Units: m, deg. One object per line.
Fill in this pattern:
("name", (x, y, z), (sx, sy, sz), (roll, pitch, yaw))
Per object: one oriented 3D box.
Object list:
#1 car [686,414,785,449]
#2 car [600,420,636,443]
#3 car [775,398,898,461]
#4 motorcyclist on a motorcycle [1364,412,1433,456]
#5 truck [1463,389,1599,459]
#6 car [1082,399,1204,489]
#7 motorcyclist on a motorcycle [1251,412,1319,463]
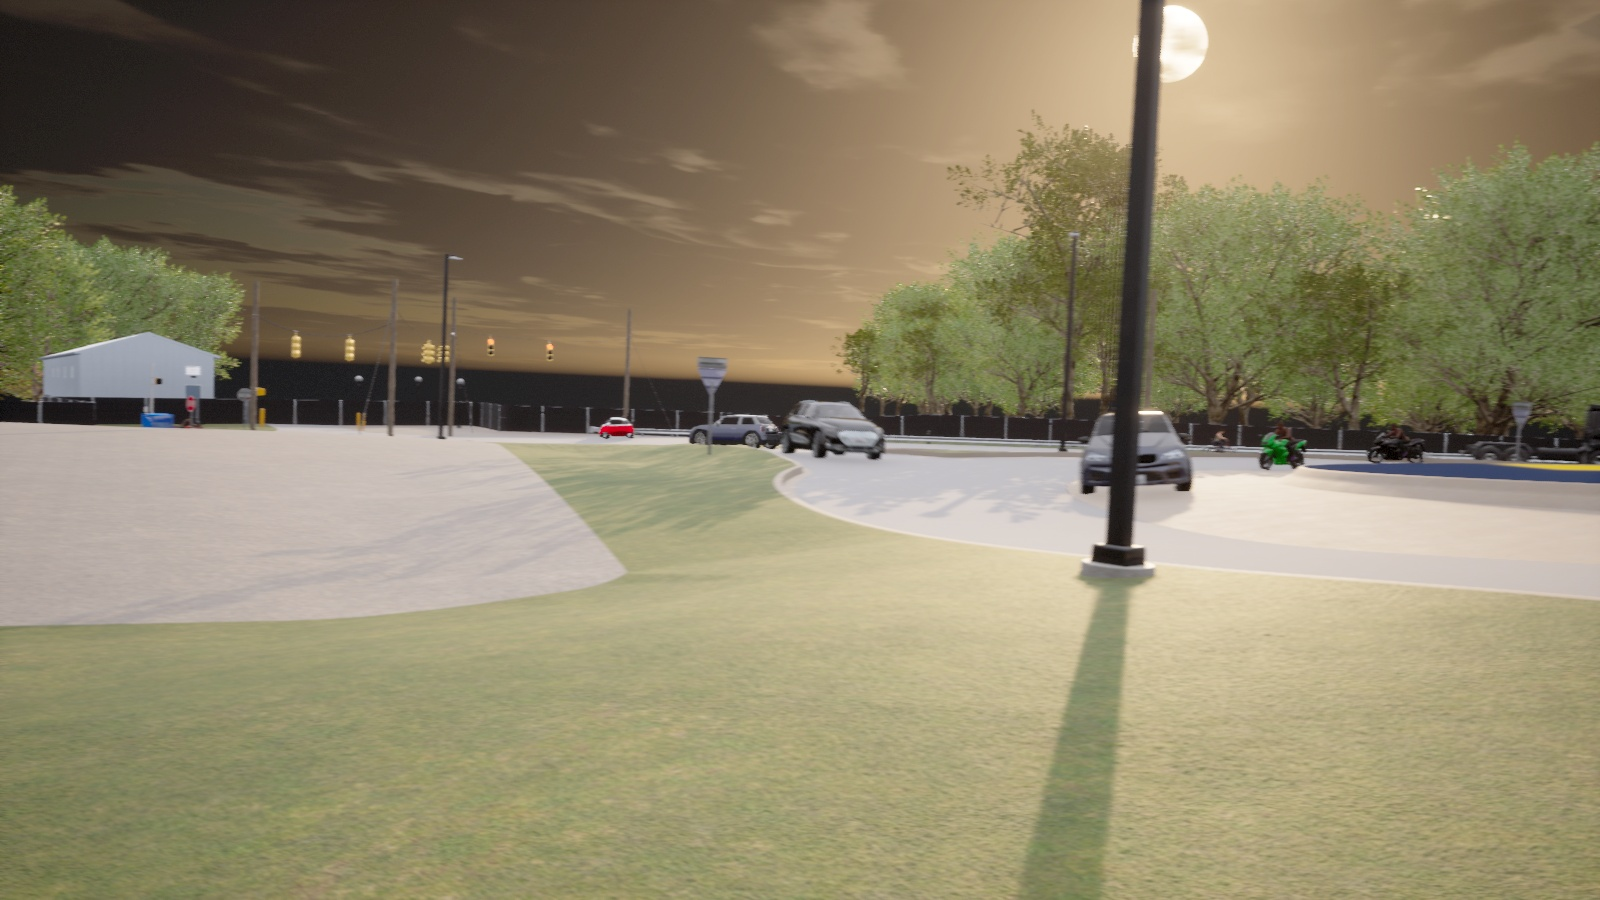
("car", (-2.797, -0.774, 54.448), (3.806, 1.475, 1.970), (0, 1, 26))
("car", (-11.769, -1.204, 81.260), (2.207, 1.376, 1.481), (-1, 4, -5))
("car", (0.963, -0.630, 36.299), (2.033, 1.649, 4.856), (1, 2, -18))
("motorcyclist on a motorcycle", (21.486, -0.590, 45.121), (2.044, 1.523, 0.797), (1, 4, 1))
("truck", (39.107, -1.390, 65.306), (7.936, 3.462, 2.891), (2, 2, 25))
("car", (7.303, -0.201, 26.962), (2.242, 1.667, 4.611), (-3, 2, 14))
("motorcyclist on a motorcycle", (14.785, -0.383, 38.269), (2.044, 1.523, 0.797), (0, 2, -30))
